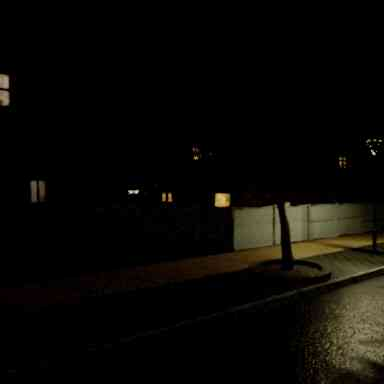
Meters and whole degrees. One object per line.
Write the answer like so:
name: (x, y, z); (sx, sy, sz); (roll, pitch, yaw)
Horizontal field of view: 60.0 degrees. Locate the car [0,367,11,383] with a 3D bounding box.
car: (-2.804, 1.575, 1.070); (4.181, 1.385, 1.994); (0, 0, -36)
